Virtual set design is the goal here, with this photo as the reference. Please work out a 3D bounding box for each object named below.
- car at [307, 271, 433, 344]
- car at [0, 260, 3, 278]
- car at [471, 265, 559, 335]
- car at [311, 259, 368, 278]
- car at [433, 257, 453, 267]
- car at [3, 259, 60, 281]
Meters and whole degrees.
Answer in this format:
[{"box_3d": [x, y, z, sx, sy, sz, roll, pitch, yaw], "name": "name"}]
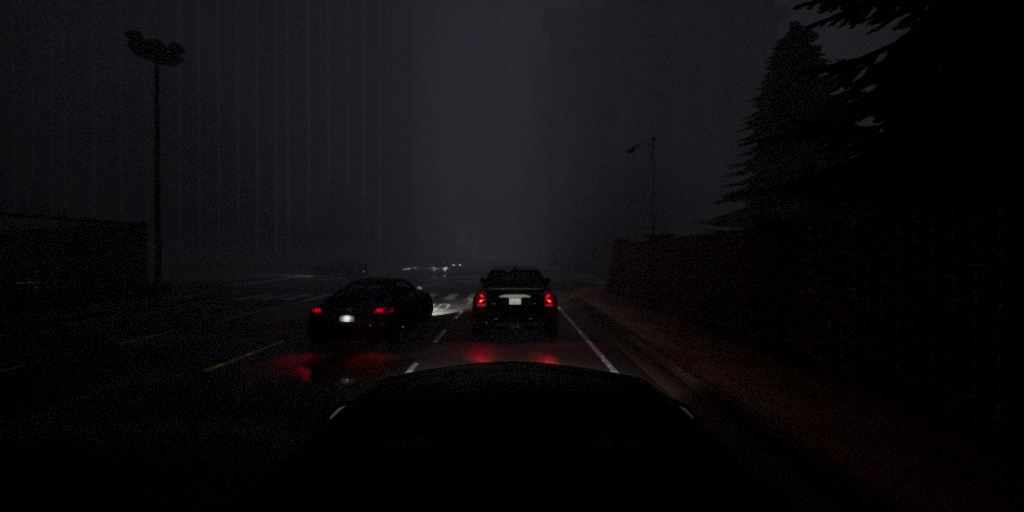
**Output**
[{"box_3d": [-3.422, 1.263, 9.436, 1.994, 1.385, 4.181, 0, 0, 0], "name": "car"}, {"box_3d": [-36.805, 1.032, 23.109, 5.008, 1.535, 1.882, 0, 0, 0], "name": "car"}, {"box_3d": [0.080, 1.047, 10.410, 2.097, 1.767, 4.553, 0, 1, 0], "name": "car"}, {"box_3d": [-14.250, 1.022, 29.612, 4.902, 1.511, 2.128, 0, 0, 18], "name": "car"}, {"box_3d": [-10.567, 0.912, 54.170, 1.837, 1.490, 4.892, 0, 0, 0], "name": "car"}, {"box_3d": [-36.775, 1.010, 26.611, 5.008, 1.535, 1.882, 0, 0, 0], "name": "car"}]
